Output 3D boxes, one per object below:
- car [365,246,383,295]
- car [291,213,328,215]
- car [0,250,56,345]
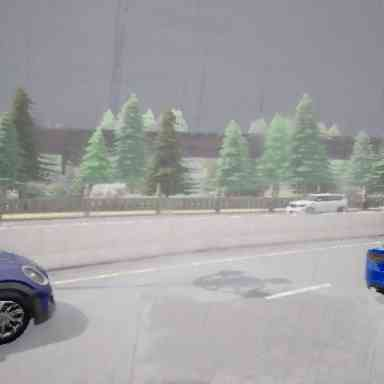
[{"bbox_3d":[5.906,1.484,7.239,5.008,1.535,1.882,0,0,-30],"label":"car"},{"bbox_3d":[11.104,1.169,29.259,5.566,2.045,2.150,0,0,-21],"label":"car"},{"bbox_3d":[-4.430,1.298,4.739,4.553,1.767,2.097,0,0,-36],"label":"car"}]
